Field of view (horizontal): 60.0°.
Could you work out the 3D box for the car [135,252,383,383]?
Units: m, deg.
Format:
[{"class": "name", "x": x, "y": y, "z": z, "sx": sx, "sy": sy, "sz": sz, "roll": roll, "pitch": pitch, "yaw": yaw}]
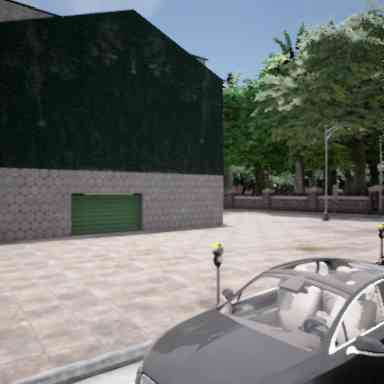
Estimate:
[{"class": "car", "x": 1.492, "y": 1.547, "z": 3.876, "sx": 4.403, "sy": 1.369, "sz": 2.008, "roll": 0, "pitch": 0, "yaw": -36}]
